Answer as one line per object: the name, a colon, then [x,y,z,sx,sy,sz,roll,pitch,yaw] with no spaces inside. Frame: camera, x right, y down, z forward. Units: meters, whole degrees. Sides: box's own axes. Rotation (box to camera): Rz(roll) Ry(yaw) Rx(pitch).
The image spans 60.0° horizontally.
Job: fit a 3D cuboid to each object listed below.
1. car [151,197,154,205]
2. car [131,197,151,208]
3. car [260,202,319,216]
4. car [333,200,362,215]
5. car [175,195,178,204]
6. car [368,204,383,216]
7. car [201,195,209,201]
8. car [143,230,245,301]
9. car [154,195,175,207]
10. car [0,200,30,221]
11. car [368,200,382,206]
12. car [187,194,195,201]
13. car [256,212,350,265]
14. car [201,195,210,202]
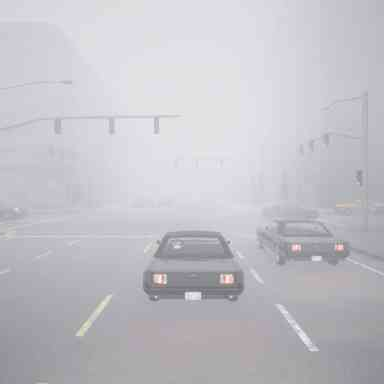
car: [-7.516,1.547,58.421,2.033,1.411,5.357,0,0,0]
car: [-7.547,1.505,47.854,1.837,1.490,4.892,0,0,0]
car: [7.902,1.567,27.082,4.674,1.442,1.812,1,0,0]
car: [17.189,1.533,34.278,5.008,1.535,1.882,0,0,0]
car: [-3.984,1.505,60.106,1.837,1.490,4.892,0,0,1]
car: [3.593,1.221,1.903,2.150,2.045,5.566,0,0,0]
car: [3.343,1.553,87.383,1.994,1.385,4.181,0,0,1]
car: [0.038,1.601,8.267,1.895,1.301,4.718,0,0,0]
car: [-4.065,1.547,50.263,2.033,1.411,5.357,0,0,0]
car: [-15.753,1.407,27.093,4.553,1.767,2.097,0,0,0]
car: [19.254,1.547,30.777,4.902,1.511,2.128,0,0,0]
car: [-0.159,1.355,87.252,2.097,1.767,4.553,0,0,1]
car: [3.542,1.601,11.655,1.895,1.301,4.718,0,0,0]
car: [3.248,1.595,77.408,1.895,1.301,4.718,0,0,1]
